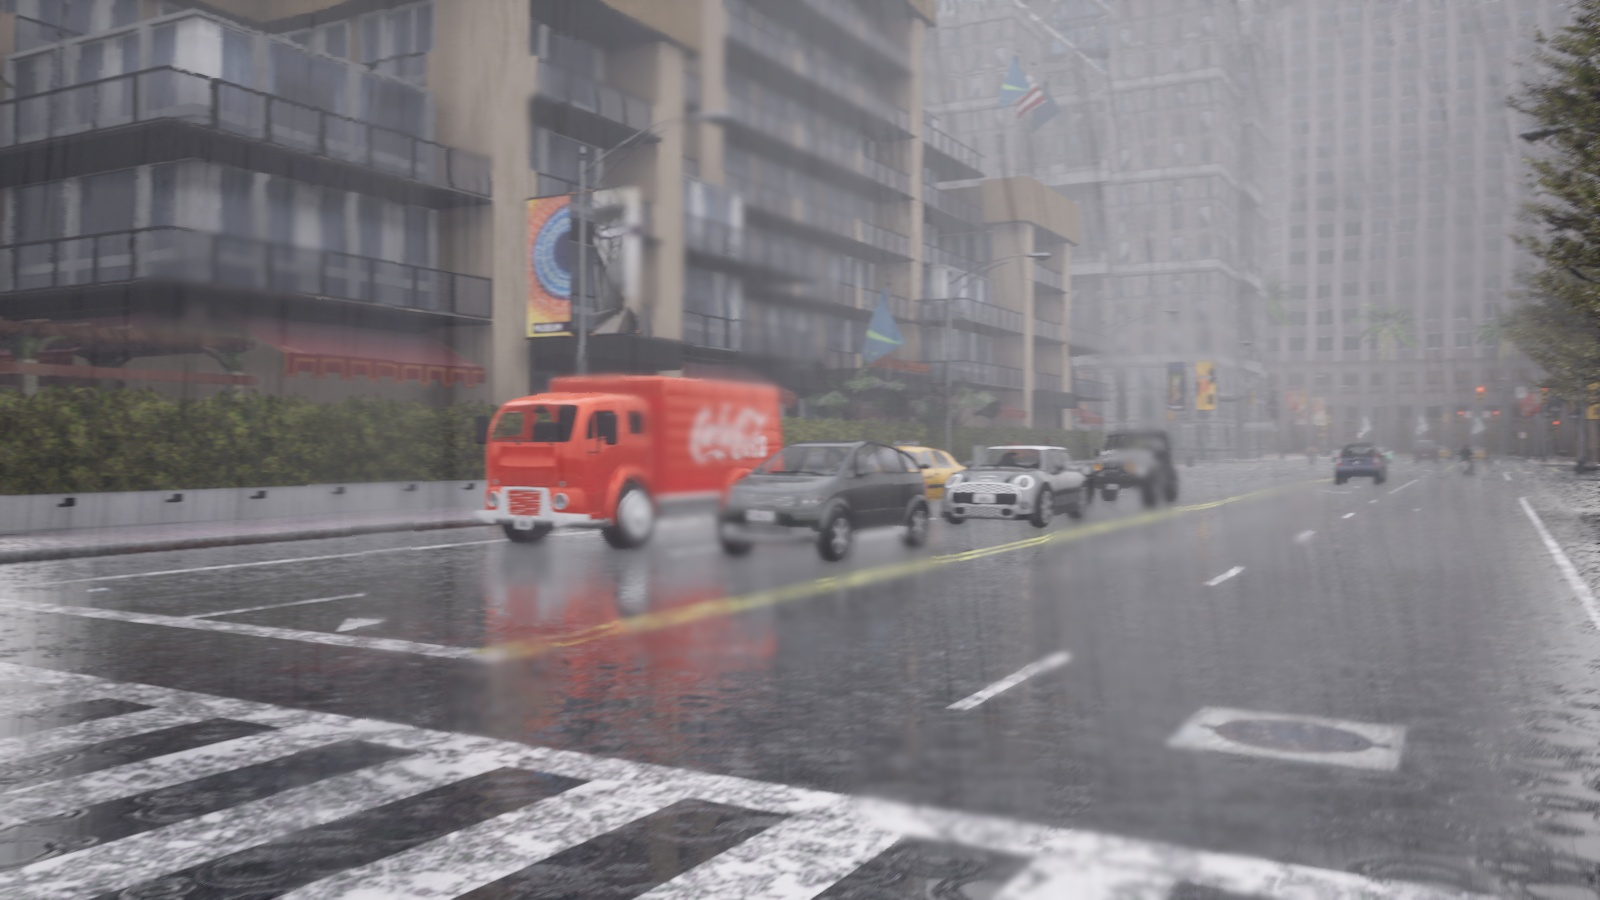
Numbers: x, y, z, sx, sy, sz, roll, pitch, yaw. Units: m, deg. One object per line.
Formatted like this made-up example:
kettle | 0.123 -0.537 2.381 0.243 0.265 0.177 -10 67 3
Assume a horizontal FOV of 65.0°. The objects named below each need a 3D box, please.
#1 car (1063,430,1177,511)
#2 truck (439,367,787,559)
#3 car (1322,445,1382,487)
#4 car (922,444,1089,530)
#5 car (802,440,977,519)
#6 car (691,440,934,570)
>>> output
car | 8.114 0.475 31.615 1.905 1.878 3.866 1 0 28
truck | -2.614 0.157 19.079 2.627 2.467 5.204 1 0 28
car | 22.114 0.613 50.231 1.851 1.617 3.988 1 0 28
car | 4.005 0.643 23.985 1.970 1.475 3.806 1 0 29
car | 2.117 0.584 27.857 1.801 1.575 5.366 1 0 28
car | 0.291 0.655 17.117 1.789 1.549 3.705 1 0 28
